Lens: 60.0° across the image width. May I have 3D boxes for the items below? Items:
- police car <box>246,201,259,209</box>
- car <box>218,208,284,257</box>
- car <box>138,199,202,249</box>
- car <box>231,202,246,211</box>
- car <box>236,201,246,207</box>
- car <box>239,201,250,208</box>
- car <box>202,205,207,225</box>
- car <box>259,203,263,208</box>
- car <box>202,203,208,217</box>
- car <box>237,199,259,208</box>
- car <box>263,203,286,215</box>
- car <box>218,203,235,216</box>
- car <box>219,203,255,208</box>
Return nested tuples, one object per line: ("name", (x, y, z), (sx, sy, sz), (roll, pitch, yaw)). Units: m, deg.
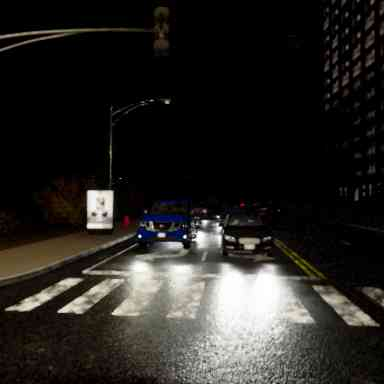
("police car", (12.682, 2.735, 70.074), (1.930, 1.638, 5.238), (0, -1, 0))
("car", (2.140, 1.619, 13.579), (2.128, 1.511, 4.902), (0, -1, 5))
("car", (-0.926, 1.378, 15.712), (2.150, 2.045, 5.566), (0, -1, 5))
("car", (8.386, 2.623, 60.052), (2.033, 1.411, 5.357), (0, -1, 1))
("car", (12.596, 3.179, 86.107), (1.812, 1.442, 4.674), (0, -1, -1))
("car", (12.676, 3.000, 80.054), (1.882, 1.535, 5.008), (0, -1, 0))
("car", (-0.088, 1.944, 25.433), (1.895, 1.301, 4.718), (0, -1, 4))
("car", (11.379, 2.450, 53.697), (2.128, 1.511, 4.902), (0, -1, 2))
("car", (0.639, 1.895, 35.567), (2.097, 1.767, 4.553), (0, -1, 4))
("car", (8.043, 2.076, 49.435), (2.150, 2.045, 5.566), (0, -1, 2))
("car", (11.000, 2.315, 43.674), (1.994, 1.385, 4.181), (0, -1, 3))
("car", (4.371, 2.230, 42.872), (1.812, 1.442, 4.674), (0, -1, 2))
("car", (2.963, 1.784, 22.828), (1.882, 1.535, 5.008), (0, -1, 5))
